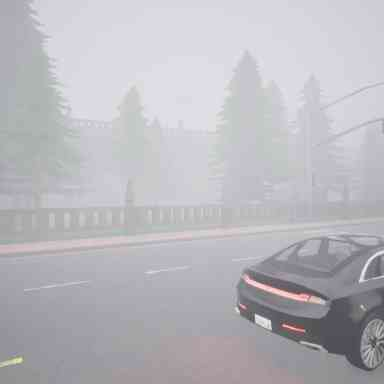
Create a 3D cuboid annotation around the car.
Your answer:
[{"bbox_3d":[2.990,1.492,5.651,4.902,1.511,2.128,0,0,-32],"label":"car"}]
